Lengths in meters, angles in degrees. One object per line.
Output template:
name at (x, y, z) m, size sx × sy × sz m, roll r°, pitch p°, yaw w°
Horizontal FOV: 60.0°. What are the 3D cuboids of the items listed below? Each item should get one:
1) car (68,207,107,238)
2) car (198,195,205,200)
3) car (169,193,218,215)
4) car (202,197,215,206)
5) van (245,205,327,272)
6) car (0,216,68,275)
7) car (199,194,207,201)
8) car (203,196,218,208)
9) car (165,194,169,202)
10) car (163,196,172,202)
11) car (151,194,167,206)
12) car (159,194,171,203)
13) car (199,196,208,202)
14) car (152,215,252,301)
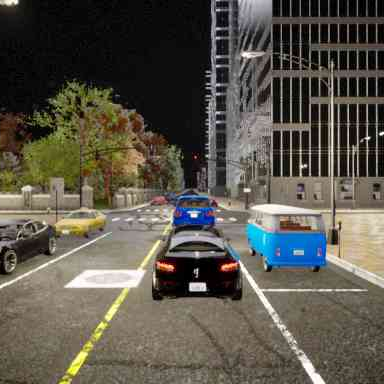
car at (-5.820, 1.518, 17.716) m, size 1.752 × 1.417 × 4.829 m, roll 0°, pitch 0°, yaw 0°
car at (2.678, 1.453, 94.232) m, size 1.752 × 1.417 × 4.829 m, roll 0°, pitch 0°, yaw 0°
car at (0.098, 1.214, 18.559) m, size 2.150 × 2.045 × 5.566 m, roll 0°, pitch 0°, yaw 0°
car at (2.684, 1.538, 54.290) m, size 1.947 × 1.339 × 4.313 m, roll 0°, pitch 0°, yaw 0°
van at (2.773, 1.337, 10.484) m, size 1.690 × 1.788 × 3.998 m, roll 0°, pitch 0°, yaw 0°
car at (-5.770, 1.562, 10.481) m, size 1.947 × 1.339 × 4.313 m, roll 0°, pitch 0°, yaw 0°
car at (2.680, 1.388, 82.696) m, size 1.967 × 1.590 × 4.097 m, roll 0°, pitch 0°, yaw 0°
car at (2.685, 1.416, 48.610) m, size 1.967 × 1.590 × 4.097 m, roll 0°, pitch 0°, yaw 0°
car at (-5.698, 1.520, 59.969) m, size 2.008 × 1.369 × 4.403 m, roll 0°, pitch 0°, yaw 0°
car at (-5.701, 1.538, 77.017) m, size 1.802 × 1.307 × 4.206 m, roll 0°, pitch 0°, yaw 0°
car at (-5.697, 1.517, 54.286) m, size 1.887 × 1.381 × 4.507 m, roll 0°, pitch 0°, yaw 0°
car at (-5.699, 1.277, 71.335) m, size 2.192 × 1.841 × 5.009 m, roll 0°, pitch 0°, yaw 0°
car at (2.680, 1.521, 77.015) m, size 1.947 × 1.339 × 4.313 m, roll 0°, pitch 0°, yaw 0°
car at (0.102, 1.523, 8.209) m, size 1.812 × 1.442 × 4.674 m, roll 0°, pitch 0°, yaw 0°
